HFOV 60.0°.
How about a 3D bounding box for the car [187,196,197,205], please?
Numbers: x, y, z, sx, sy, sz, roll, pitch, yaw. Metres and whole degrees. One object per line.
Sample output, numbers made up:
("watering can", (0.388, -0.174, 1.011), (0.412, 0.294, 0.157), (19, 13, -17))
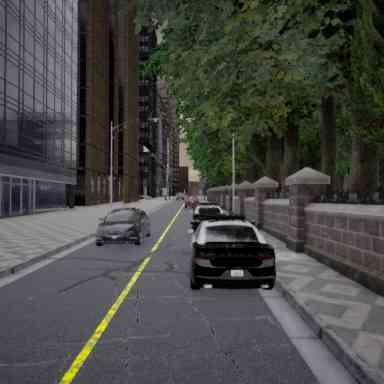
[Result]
("car", (0.045, 1.551, 61.394), (1.812, 1.442, 4.674), (0, 0, 0))

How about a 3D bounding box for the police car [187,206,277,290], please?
("police car", (0.907, 1.425, 9.255), (1.930, 1.638, 5.238), (0, 0, 0))

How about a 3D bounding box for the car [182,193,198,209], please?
("car", (0.069, 1.362, 46.640), (2.097, 1.767, 4.553), (0, 0, 1))

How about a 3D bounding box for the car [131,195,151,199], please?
("car", (-14.570, 1.565, 93.524), (4.403, 1.369, 2.008), (0, -1, 0))

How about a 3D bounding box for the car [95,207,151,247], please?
("car", (-2.989, 1.504, 15.212), (1.837, 1.490, 4.892), (0, 0, 0))

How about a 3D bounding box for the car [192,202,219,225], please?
("car", (0.919, 1.525, 25.150), (1.812, 1.442, 4.674), (0, 0, 0))

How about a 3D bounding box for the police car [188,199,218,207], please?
("police car", (0.914, 1.424, 19.258), (1.930, 1.638, 5.238), (0, 0, 0))

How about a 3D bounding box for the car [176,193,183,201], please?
("car", (-2.938, 1.282, 85.985), (2.150, 2.045, 5.566), (0, 0, 0))
